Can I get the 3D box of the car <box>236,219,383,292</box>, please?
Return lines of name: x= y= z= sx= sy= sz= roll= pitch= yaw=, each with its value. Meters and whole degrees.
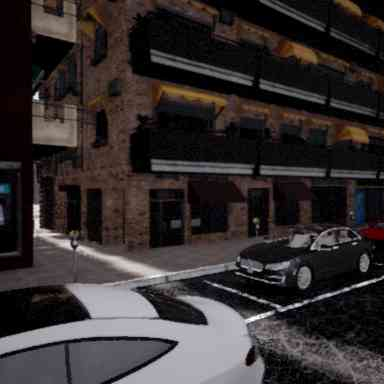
car: x=3.093 y=1.533 z=8.770 sx=4.403 sy=1.369 sz=2.008 roll=0 pitch=0 yaw=-35

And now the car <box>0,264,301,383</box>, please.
car: x=-1.489 y=1.526 z=2.305 sx=4.674 sy=1.442 sz=1.812 roll=0 pitch=0 yaw=-36
